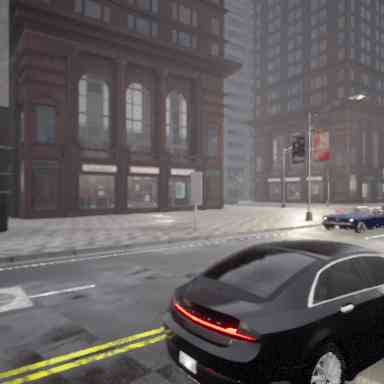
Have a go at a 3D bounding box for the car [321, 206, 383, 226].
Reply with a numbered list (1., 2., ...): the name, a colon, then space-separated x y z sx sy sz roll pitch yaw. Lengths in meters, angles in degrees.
1. car: 9.177 1.461 18.183 4.718 1.301 1.895 0 0 -35

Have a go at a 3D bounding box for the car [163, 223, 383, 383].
1. car: 1.926 1.467 4.813 4.892 1.490 1.837 -1 0 -35

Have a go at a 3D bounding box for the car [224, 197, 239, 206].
1. car: 5.170 1.484 53.606 2.033 1.411 5.357 0 0 -35
